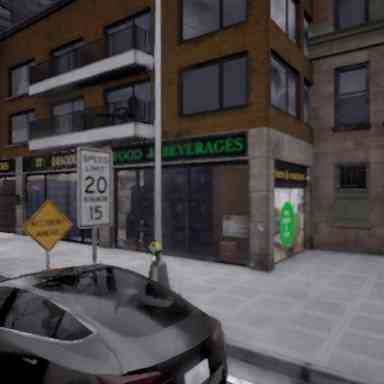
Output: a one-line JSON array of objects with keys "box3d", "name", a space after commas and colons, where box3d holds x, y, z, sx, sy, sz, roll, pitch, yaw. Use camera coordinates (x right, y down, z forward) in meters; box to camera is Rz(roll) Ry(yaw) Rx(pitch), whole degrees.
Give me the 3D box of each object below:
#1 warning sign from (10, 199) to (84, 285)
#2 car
[{"box3d": [-3.538, 1.119, 8.166, 1.060, 1.860, 1.300, 0, 0, 36], "name": "warning sign"}, {"box3d": [-1.647, 1.568, 3.986, 4.313, 1.339, 1.947, 0, 0, 36], "name": "car"}]
